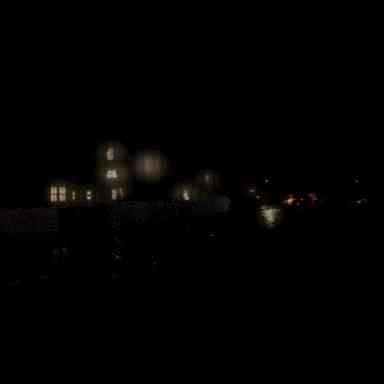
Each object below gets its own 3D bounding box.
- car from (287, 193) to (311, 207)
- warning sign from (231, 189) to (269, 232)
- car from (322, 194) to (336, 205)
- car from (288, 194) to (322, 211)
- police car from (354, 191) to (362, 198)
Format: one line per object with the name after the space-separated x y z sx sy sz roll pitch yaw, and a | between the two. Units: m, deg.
14.575 1.063 45.222 2.097 1.767 4.553 -3 -1 31 | car
2.652 0.837 15.181 1.300 1.860 1.060 -3 -2 31 | warning sign
19.619 1.078 48.268 1.837 1.490 4.892 -3 -1 31 | car
11.960 1.221 35.508 2.033 1.411 5.357 -3 -1 31 | car
40.003 0.676 80.355 1.930 1.638 5.238 -3 -1 31 | police car
